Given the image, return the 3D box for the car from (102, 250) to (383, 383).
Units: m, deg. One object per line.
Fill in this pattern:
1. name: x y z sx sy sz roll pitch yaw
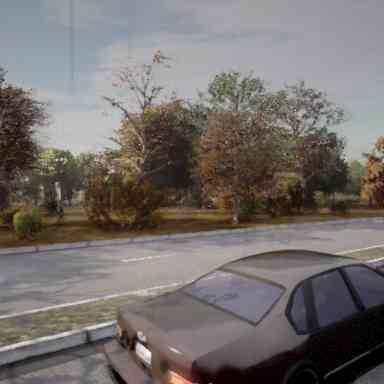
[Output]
1. car: 1.584 1.557 4.575 5.357 1.411 2.033 0 0 -36
